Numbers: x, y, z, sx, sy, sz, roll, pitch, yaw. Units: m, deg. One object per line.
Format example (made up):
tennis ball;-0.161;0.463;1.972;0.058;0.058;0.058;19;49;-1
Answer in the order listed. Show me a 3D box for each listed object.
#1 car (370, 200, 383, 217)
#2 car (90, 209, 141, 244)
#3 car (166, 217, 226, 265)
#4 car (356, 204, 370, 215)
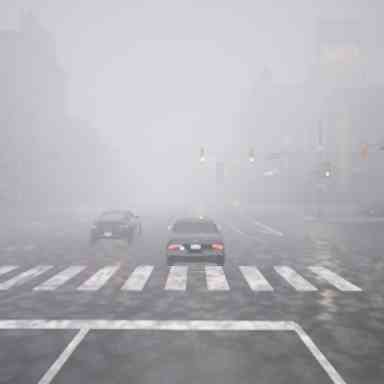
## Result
car;19.429;1.589;30.523;4.674;1.442;1.812;0;0;1
car;-3.551;1.559;15.954;1.812;1.442;4.674;0;0;-3
car;0.098;1.572;11.712;2.033;1.411;5.357;0;0;0
car;19.442;1.576;34.015;4.892;1.490;1.837;0;0;0
